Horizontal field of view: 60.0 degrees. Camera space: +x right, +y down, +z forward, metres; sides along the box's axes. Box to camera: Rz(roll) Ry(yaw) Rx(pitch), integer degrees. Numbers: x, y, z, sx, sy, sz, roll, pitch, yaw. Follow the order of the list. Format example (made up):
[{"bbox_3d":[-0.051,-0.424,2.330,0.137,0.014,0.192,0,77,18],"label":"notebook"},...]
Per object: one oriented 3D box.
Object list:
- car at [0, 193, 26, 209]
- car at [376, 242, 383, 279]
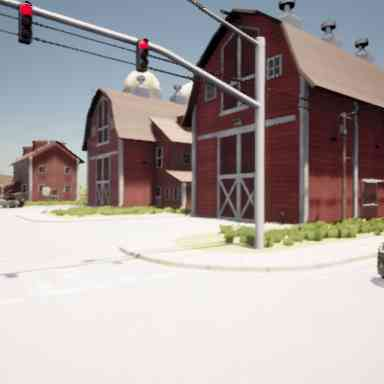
[{"bbox_3d":[-23.825,1.158,43.479,3.866,1.878,1.905,-2,5,11],"label":"car"},{"bbox_3d":[6.831,1.377,8.737,4.553,1.767,2.097,1,-1,-35],"label":"car"}]
